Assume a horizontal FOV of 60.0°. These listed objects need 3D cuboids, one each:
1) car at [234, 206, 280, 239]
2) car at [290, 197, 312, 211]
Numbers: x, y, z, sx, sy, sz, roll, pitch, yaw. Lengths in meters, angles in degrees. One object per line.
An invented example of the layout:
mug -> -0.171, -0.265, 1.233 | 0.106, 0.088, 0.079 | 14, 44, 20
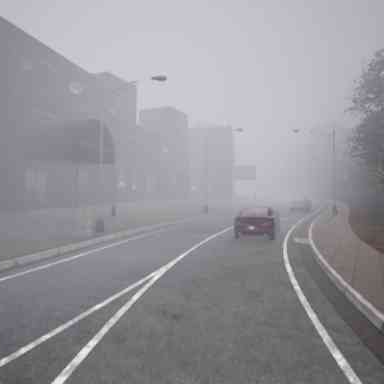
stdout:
car -> 3.476, 1.441, 17.275 | 1.882, 1.535, 5.008 | 0, 0, 19
car -> 12.010, 1.287, 36.644 | 1.812, 1.442, 4.674 | 0, 1, 25
